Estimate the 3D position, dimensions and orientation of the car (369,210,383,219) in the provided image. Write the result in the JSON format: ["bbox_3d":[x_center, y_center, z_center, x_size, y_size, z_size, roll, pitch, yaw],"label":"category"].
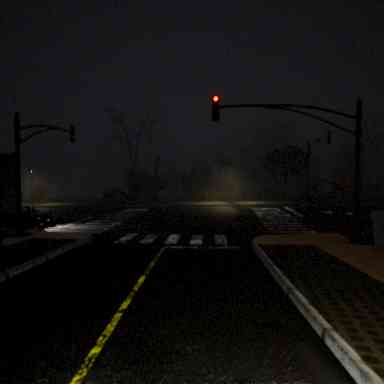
[{"bbox_3d":[12.641,1.320,18.378,4.718,1.301,1.895,-1,3,6],"label":"car"}]

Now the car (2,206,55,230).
[{"bbox_3d":[-10.877,1.565,20.764,4.181,1.385,1.994,0,3,6],"label":"car"}]
